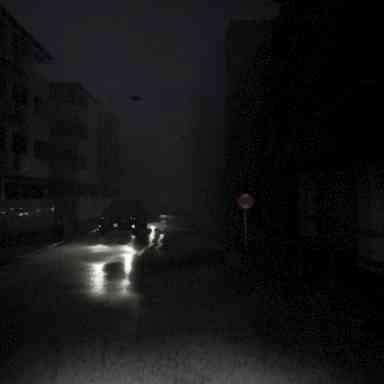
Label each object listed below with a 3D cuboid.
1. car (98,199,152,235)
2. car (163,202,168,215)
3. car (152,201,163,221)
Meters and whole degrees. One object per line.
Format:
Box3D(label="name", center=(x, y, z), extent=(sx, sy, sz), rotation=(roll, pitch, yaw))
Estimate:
Box3D(label="car", center=(-4.083, 1.445, 20.564), extent=(2.150, 2.045, 5.566), rotation=(0, -1, 0))
Box3D(label="car", center=(-4.035, 1.947, 40.702), extent=(1.837, 1.490, 4.892), rotation=(0, -1, 0))
Box3D(label="car", center=(-4.062, 1.810, 30.579), extent=(1.882, 1.535, 5.008), rotation=(0, -1, 0))
